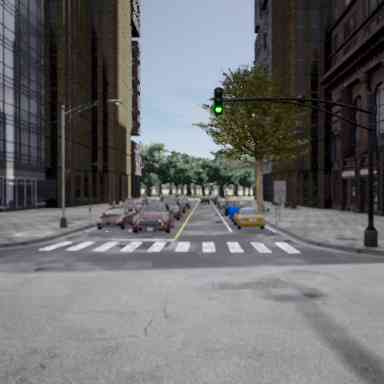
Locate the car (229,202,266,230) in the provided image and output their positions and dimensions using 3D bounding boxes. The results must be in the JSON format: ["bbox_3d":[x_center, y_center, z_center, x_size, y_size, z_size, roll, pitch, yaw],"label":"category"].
[{"bbox_3d":[3.637,1.596,21.661,1.752,1.417,4.829,-1,0,2],"label":"car"}]

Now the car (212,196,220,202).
[{"bbox_3d":[5.977,1.705,84.089,1.752,1.417,4.829,-1,0,2],"label":"car"}]

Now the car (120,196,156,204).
[{"bbox_3d":[-4.679,1.413,27.479,2.192,1.841,5.009,-1,0,2],"label":"car"}]

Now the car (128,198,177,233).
[{"bbox_3d":[-2.227,1.425,20.031,2.097,1.767,4.553,0,0,1],"label":"car"}]

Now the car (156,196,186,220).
[{"bbox_3d":[-1.952,1.450,28.839,2.097,1.767,4.553,0,0,2],"label":"car"}]

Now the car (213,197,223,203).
[{"bbox_3d":[5.546,1.716,72.569,2.008,1.369,4.403,-1,0,2],"label":"car"}]

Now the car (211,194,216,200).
[{"bbox_3d":[5.118,1.464,61.219,2.192,1.841,5.009,-1,0,2],"label":"car"}]

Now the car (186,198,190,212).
[{"bbox_3d":[-1.609,1.719,37.903,1.895,1.301,4.718,0,0,2],"label":"car"}]

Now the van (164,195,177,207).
[{"bbox_3d":[-3.614,1.494,55.858,1.690,1.788,3.998,-1,0,2],"label":"van"}]

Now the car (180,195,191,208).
[{"bbox_3d":[-1.209,1.642,47.823,1.837,1.490,4.892,0,0,3],"label":"car"}]

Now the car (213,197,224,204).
[{"bbox_3d":[5.333,1.708,66.894,2.008,1.369,4.403,-1,0,2],"label":"car"}]

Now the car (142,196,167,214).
[{"bbox_3d":[-4.253,1.439,38.831,2.192,1.841,5.009,-1,0,2],"label":"car"}]

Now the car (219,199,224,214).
[{"bbox_3d":[4.056,1.666,32.843,1.947,1.339,4.313,-1,0,2],"label":"car"}]

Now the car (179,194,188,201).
[{"bbox_3d":[-2.338,1.512,89.911,2.192,1.841,5.009,-1,0,2],"label":"car"}]

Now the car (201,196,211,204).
[{"bbox_3d":[2.629,1.664,65.650,1.837,1.490,4.892,0,0,2],"label":"car"}]

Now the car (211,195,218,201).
[{"bbox_3d":[6.403,1.717,95.439,1.752,1.417,4.829,-1,0,2],"label":"car"}]

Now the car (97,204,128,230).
[{"bbox_3d":[-4.889,1.664,21.802,1.802,1.307,4.206,-1,0,2],"label":"car"}]

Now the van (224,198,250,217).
[{"bbox_3d":[3.841,1.427,27.168,1.690,1.788,3.998,-1,0,2],"label":"van"}]

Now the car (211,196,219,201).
[{"bbox_3d":[6.184,1.751,89.595,1.947,1.339,4.313,-1,0,2],"label":"car"}]

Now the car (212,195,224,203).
[{"bbox_3d":[4.907,1.692,55.544,2.008,1.369,4.403,-1,0,2],"label":"car"}]

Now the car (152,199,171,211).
[{"bbox_3d":[-4.038,1.685,44.506,2.008,1.369,4.403,-1,0,2],"label":"car"}]

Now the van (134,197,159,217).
[{"bbox_3d":[-4.466,1.453,33.155,1.690,1.788,3.998,-1,0,2],"label":"van"}]

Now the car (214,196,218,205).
[{"bbox_3d":[4.695,1.677,49.869,1.887,1.381,4.507,-1,0,2],"label":"car"}]

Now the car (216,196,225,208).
[{"bbox_3d":[4.488,1.648,44.364,1.752,1.417,4.829,-1,0,2],"label":"car"}]

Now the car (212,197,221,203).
[{"bbox_3d":[5.759,1.754,78.244,1.802,1.307,4.206,-1,0,2],"label":"car"}]
